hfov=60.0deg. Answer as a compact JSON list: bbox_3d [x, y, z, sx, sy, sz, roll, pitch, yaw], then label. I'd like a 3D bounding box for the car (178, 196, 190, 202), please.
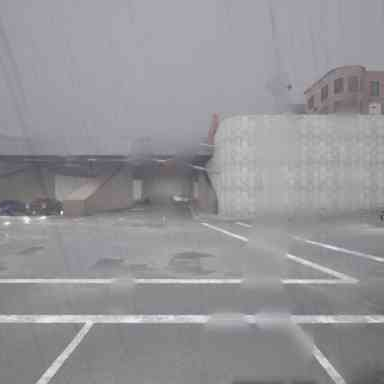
[{"bbox_3d":[-2.265,1.524,75.136,1.812,1.442,4.674,0,0,28],"label":"car"}]

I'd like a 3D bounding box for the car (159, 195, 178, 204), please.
[{"bbox_3d":[-4.573,1.491,65.123,2.128,1.511,4.902,0,0,4],"label":"car"}]

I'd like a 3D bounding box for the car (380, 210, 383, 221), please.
[{"bbox_3d":[12.789,0.873,18.181,4.674,1.442,1.812,-7,0,-1],"label":"car"}]

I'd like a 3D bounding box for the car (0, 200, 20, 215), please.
[{"bbox_3d":[-18.356,1.526,33.706,1.812,1.442,4.674,0,0,-2],"label":"car"}]

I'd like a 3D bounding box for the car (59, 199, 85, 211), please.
[{"bbox_3d":[-15.077,1.564,41.992,1.994,1.385,4.181,0,0,-2],"label":"car"}]

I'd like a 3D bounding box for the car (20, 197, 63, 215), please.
[{"bbox_3d":[-14.844,1.352,33.386,2.097,1.767,4.553,0,0,-2],"label":"car"}]

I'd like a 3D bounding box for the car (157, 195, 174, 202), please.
[{"bbox_3d":[-5.945,1.500,75.392,1.837,1.490,4.892,0,0,24],"label":"car"}]

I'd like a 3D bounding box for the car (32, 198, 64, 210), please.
[{"bbox_3d":[-18.613,1.547,43.286,2.033,1.411,5.357,0,0,-2],"label":"car"}]

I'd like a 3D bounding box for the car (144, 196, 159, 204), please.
[{"bbox_3d":[-8.093,1.547,64.960,2.033,1.411,5.357,0,0,4],"label":"car"}]
